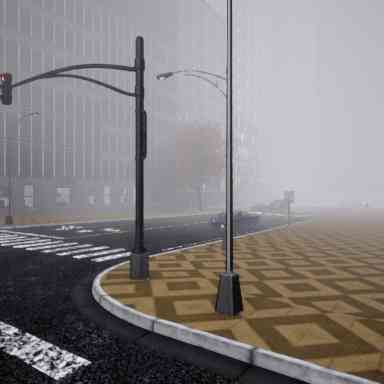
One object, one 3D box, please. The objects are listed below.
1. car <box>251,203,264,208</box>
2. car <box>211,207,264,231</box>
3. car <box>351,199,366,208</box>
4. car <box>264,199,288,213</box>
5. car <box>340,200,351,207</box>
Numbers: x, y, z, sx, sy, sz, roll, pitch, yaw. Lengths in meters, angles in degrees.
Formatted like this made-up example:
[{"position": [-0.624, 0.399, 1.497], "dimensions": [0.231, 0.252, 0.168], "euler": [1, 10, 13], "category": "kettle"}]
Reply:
[{"position": [11.061, 2.497, 54.048], "dimensions": [1.994, 1.385, 4.181], "euler": [0, -1, 33], "category": "car"}, {"position": [3.261, 2.020, 24.052], "dimensions": [1.895, 1.301, 4.718], "euler": [0, -1, 33], "category": "car"}, {"position": [42.288, 3.147, 84.351], "dimensions": [1.882, 1.535, 5.008], "euler": [0, -1, 33], "category": "car"}, {"position": [13.776, 2.158, 52.262], "dimensions": [2.150, 2.045, 5.566], "euler": [0, -1, 33], "category": "car"}, {"position": [39.560, 3.205, 86.117], "dimensions": [2.033, 1.411, 5.357], "euler": [0, -1, 33], "category": "car"}]
